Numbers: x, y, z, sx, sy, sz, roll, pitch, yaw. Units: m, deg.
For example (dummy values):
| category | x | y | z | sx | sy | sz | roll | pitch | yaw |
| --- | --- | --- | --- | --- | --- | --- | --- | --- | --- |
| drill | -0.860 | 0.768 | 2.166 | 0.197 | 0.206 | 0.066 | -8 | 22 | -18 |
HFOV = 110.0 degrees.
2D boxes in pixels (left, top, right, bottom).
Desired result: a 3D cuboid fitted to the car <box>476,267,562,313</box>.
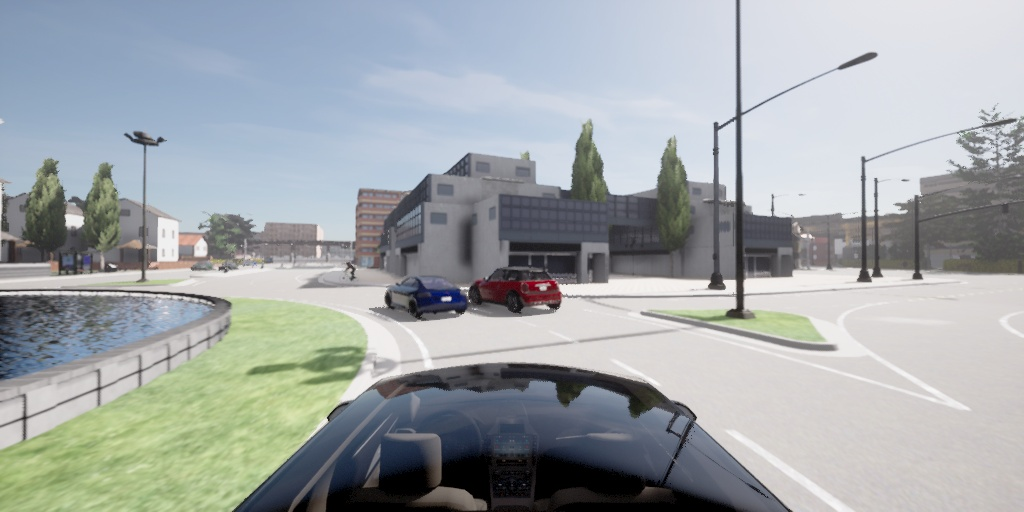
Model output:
| category | x | y | z | sx | sy | sz | roll | pitch | yaw |
| --- | --- | --- | --- | --- | --- | --- | --- | --- | --- |
| car | -0.017 | 1.239 | 15.051 | 2.097 | 1.767 | 4.553 | 0 | -1 | -34 |

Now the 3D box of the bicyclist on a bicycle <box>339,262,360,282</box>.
| category | x | y | z | sx | sy | sz | roll | pitch | yaw |
| --- | --- | --- | --- | --- | --- | --- | --- | --- | --- |
| bicyclist on a bicycle | -13.324 | 1.332 | 29.423 | 0.582 | 1.620 | 1.656 | 0 | -1 | 42 |

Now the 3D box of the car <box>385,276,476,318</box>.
| category | x | y | z | sx | sy | sz | roll | pitch | yaw |
| --- | --- | --- | --- | --- | --- | --- | --- | --- | --- |
| car | -3.390 | 1.438 | 13.782 | 1.994 | 1.385 | 4.181 | 1 | -1 | -36 |
